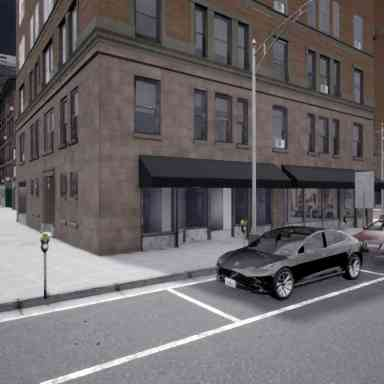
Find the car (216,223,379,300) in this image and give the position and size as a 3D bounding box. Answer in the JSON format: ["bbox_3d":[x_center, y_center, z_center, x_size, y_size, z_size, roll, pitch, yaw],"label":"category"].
[{"bbox_3d":[2.592,1.566,8.378,4.313,1.339,1.947,0,0,-35],"label":"car"}]

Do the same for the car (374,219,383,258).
[{"bbox_3d":[7.073,1.582,11.569,4.206,1.307,1.802,0,0,-35],"label":"car"}]
